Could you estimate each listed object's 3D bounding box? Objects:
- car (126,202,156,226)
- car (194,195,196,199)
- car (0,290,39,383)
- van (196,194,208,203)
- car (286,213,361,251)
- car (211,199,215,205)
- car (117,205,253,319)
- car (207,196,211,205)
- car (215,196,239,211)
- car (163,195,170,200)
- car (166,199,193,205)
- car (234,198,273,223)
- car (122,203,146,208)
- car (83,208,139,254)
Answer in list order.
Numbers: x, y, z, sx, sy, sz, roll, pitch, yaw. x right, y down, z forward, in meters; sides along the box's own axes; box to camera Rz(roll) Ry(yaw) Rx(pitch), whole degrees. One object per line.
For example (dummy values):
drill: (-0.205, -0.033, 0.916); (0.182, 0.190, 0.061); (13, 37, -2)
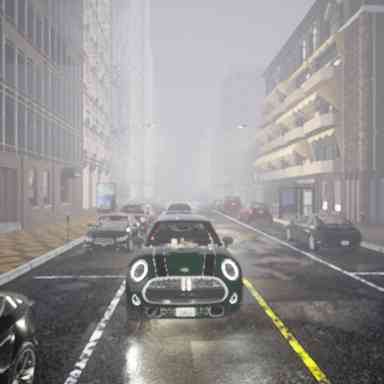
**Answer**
car: (-3.655, 1.538, 24.557); (1.752, 1.417, 4.829); (0, 0, -3)
car: (2.171, 1.632, 75.919); (1.947, 1.339, 4.313); (0, 0, -3)
car: (-2.536, 1.566, 2.161); (1.947, 1.339, 4.313); (0, 0, -3)
van: (2.452, 1.399, 70.278); (1.690, 1.788, 3.998); (0, 0, -3)
car: (5.271, 1.558, 13.863); (2.008, 1.369, 4.403); (0, 0, -3)
car: (3.861, 1.609, 42.070); (1.802, 1.307, 4.206); (0, 0, -3)
car: (-0.215, 1.355, 7.633); (2.097, 1.767, 4.553); (0, 0, -3)
car: (3.580, 1.613, 47.712); (1.802, 1.307, 4.206); (0, 0, -3)
car: (4.144, 1.338, 36.429); (2.192, 1.841, 5.009); (0, 0, -3)
car: (-7.044, 1.527, 92.427); (1.967, 1.590, 4.097); (0, 0, -3)
car: (-0.867, 1.489, 22.684); (1.882, 1.535, 5.008); (0, 0, -3)
car: (4.707, 1.455, 25.145); (1.967, 1.590, 4.097); (0, 0, -3)
car: (-3.382, 1.449, 19.087); (1.967, 1.590, 4.097); (0, 0, -3)
car: (-3.099, 1.556, 13.444); (2.008, 1.369, 4.403); (0, 0, -3)
